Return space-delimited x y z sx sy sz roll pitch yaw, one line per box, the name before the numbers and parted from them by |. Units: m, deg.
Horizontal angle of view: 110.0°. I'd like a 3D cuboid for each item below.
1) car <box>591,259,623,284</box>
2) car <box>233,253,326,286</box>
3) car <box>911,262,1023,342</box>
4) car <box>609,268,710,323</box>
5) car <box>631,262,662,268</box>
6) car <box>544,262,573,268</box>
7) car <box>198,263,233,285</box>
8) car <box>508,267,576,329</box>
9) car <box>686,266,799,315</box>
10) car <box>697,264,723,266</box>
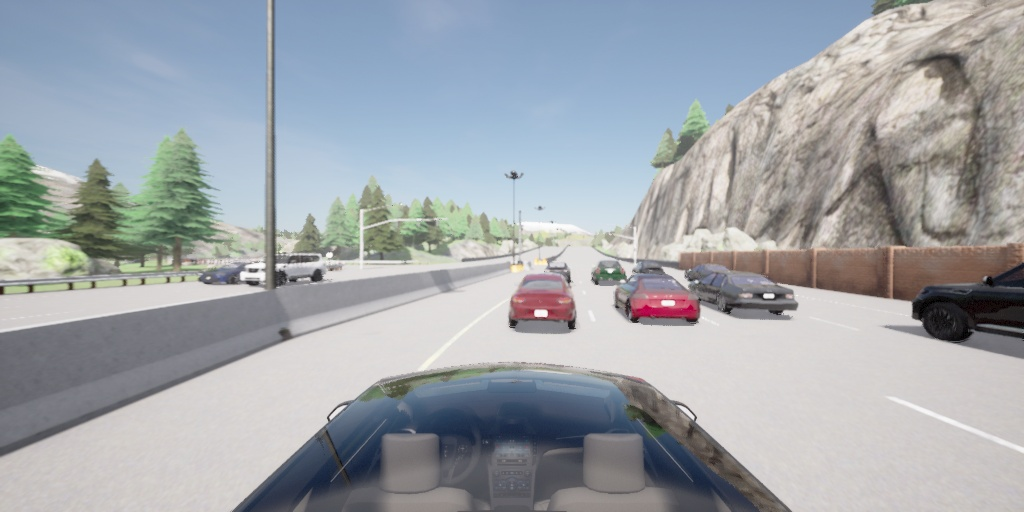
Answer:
car | 6.848 1.030 25.798 2.097 1.767 4.553 0 0 9
car | -14.887 0.818 23.854 2.150 2.045 5.566 0 0 10
car | 10.990 0.991 6.598 2.150 2.045 5.566 0 0 5
car | 4.681 1.289 12.095 1.994 1.385 4.181 0 0 8
car | 10.932 1.187 29.055 1.837 1.490 4.892 0 1 9
car | 3.255 1.156 25.577 2.128 1.511 4.902 0 0 9
car | -18.401 1.163 24.091 1.994 1.385 4.181 0 0 10
car | 0.990 1.242 11.130 1.812 1.442 4.674 0 0 7
car | 8.374 1.280 13.620 2.033 1.411 5.357 0 0 9
car | 13.829 1.253 25.185 2.033 1.411 5.357 0 0 9
